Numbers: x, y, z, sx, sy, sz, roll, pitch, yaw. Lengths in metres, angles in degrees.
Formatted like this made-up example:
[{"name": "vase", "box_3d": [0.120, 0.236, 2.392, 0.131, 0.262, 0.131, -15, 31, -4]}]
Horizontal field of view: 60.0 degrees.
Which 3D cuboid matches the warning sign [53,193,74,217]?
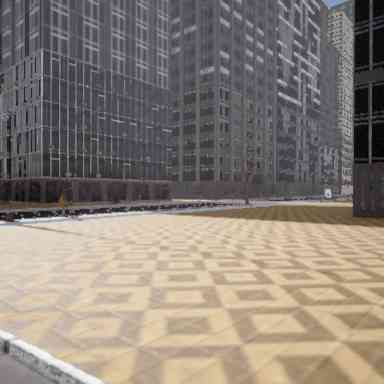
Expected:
[{"name": "warning sign", "box_3d": [-9.899, 0.974, 25.658, 1.300, 1.860, 1.060, 0, 0, 42]}]
